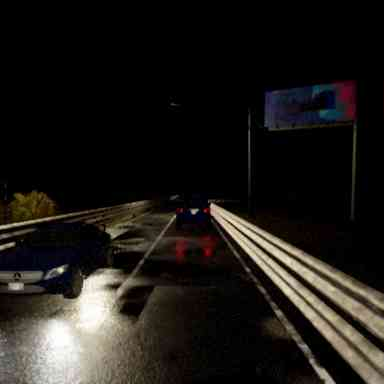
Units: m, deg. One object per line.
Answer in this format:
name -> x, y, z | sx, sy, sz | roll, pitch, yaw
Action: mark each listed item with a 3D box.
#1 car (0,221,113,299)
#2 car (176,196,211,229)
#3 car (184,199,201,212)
car -> -3.350, 1.543, 8.661 | 1.812, 1.442, 4.674 | 0, 0, 0
car -> 0.095, 1.266, 21.962 | 2.150, 2.045, 5.566 | 0, 0, 0
car -> 0.086, 1.630, 41.512 | 2.033, 1.411, 5.357 | 0, 0, 0
